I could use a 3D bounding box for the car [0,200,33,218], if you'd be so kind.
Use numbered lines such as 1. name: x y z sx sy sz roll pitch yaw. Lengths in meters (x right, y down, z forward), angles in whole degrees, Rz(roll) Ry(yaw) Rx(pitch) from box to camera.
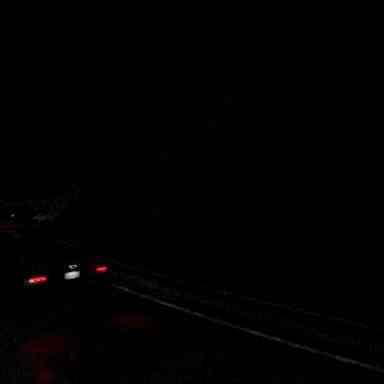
1. car: -13.628 1.523 26.006 1.882 1.535 5.008 0 0 -20

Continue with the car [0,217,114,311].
1. car: -3.861 1.564 7.931 2.033 1.411 5.357 0 0 -42
